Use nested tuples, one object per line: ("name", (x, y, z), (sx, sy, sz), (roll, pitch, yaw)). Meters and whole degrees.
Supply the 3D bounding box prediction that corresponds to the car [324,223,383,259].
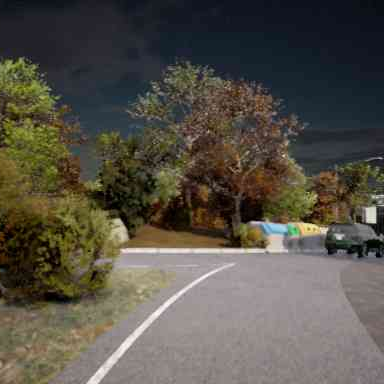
("car", (10.606, 3.126, 21.543), (5.566, 2.045, 2.150), (10, -8, -44))
